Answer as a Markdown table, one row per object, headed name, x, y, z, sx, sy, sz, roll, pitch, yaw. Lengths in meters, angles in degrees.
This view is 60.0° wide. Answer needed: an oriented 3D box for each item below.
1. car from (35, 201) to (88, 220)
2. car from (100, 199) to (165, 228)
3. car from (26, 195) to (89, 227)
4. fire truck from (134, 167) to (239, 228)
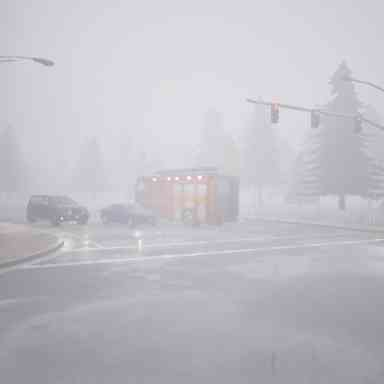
| name | x | y | z | sx | sy | sz | roll | pitch | yaw |
| --- | --- | --- | --- | --- | --- | --- | --- | --- | --- |
| car | -11.299 | 1.542 | 28.670 | 4.674 | 1.442 | 1.812 | 0 | 0 | 33 |
| car | -4.390 | 1.505 | 22.772 | 5.008 | 1.535 | 1.882 | 0 | 0 | 45 |
| car | -9.344 | 1.224 | 22.896 | 5.566 | 2.045 | 2.150 | 0 | 0 | 41 |
| fire truck | -0.761 | 0.388 | 23.697 | 2.891 | 3.827 | 8.468 | 1 | -1 | -42 |
